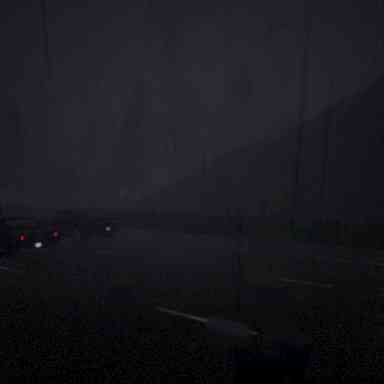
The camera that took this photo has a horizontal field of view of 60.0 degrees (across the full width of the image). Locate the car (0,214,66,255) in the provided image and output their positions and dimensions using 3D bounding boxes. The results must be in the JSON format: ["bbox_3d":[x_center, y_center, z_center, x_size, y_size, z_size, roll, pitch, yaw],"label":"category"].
[{"bbox_3d":[-7.516,1.679,13.655,4.718,1.301,1.895,0,0,36],"label":"car"}]

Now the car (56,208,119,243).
[{"bbox_3d":[-5.882,1.559,16.788,5.008,1.535,1.882,0,0,36],"label":"car"}]
